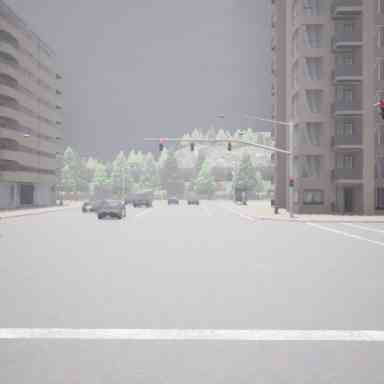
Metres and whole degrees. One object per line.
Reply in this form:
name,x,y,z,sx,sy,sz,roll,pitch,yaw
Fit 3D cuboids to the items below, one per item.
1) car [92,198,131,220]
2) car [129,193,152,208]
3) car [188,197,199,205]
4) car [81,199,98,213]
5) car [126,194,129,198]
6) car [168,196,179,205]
car,-6.754,1.548,28.434,2.033,1.411,5.357,0,0,-5
car,-6.992,1.223,47.465,2.150,2.045,5.566,0,0,0
car,0.223,1.564,58.373,1.994,1.385,4.181,0,0,0
car,-10.524,1.491,36.310,2.128,1.511,4.902,0,0,0
car,-10.392,1.226,58.899,2.150,2.045,5.566,0,0,1
car,-3.374,1.526,60.030,1.812,1.442,4.674,0,0,0
